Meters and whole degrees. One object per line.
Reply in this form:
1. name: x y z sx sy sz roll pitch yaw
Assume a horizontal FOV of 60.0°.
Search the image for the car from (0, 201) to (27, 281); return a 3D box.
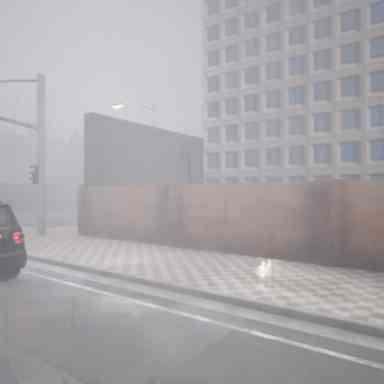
1. car: -6.481 1.226 8.655 5.566 2.045 2.150 0 0 37
